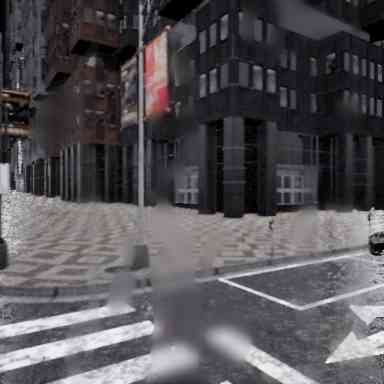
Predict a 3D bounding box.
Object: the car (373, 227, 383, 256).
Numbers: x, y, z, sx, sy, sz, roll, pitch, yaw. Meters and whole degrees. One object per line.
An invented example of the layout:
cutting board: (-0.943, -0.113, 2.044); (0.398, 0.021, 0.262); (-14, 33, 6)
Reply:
car: (6.378, 1.458, 7.419); (5.008, 1.535, 1.882); (0, 0, -34)

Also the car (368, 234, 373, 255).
car: (8.006, 1.531, 11.635); (4.313, 1.339, 1.947); (0, 0, -33)
